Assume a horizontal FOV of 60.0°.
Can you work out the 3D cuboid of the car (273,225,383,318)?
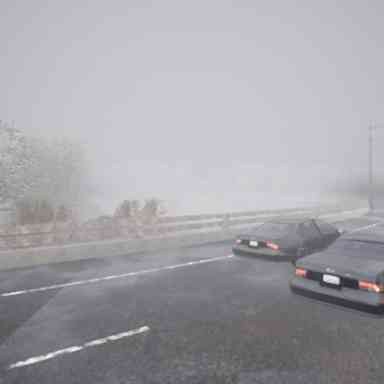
[{"bbox_3d":[4.313,1.544,7.345,5.357,1.411,2.033,0,0,-40],"label":"car"}]

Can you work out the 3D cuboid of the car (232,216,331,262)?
[{"bbox_3d":[3.703,1.553,11.404,5.357,1.411,2.033,0,0,-41],"label":"car"}]
